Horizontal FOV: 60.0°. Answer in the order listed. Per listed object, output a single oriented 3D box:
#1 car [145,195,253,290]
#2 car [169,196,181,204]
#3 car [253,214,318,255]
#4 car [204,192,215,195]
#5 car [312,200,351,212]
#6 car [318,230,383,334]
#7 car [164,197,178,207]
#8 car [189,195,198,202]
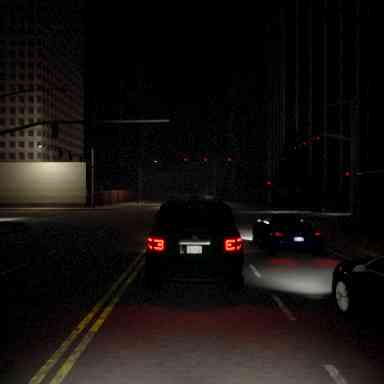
[{"bbox_3d":[0.090,1.221,9.206,2.150,2.045,5.566,0,0,1],"label":"car"},{"bbox_3d":[-3.219,1.477,63.179,1.882,1.535,5.008,0,0,1],"label":"car"},{"bbox_3d":[3.639,1.564,13.248,1.994,1.385,4.181,0,0,1],"label":"car"},{"bbox_3d":[3.893,1.082,73.870,2.150,2.045,5.566,0,0,0],"label":"car"},{"bbox_3d":[15.822,1.545,36.608,4.718,1.301,1.895,0,0,0],"label":"car"},{"bbox_3d":[3.620,1.505,4.572,1.837,1.490,4.892,0,0,0],"label":"car"},{"bbox_3d":[-3.313,1.504,52.691,1.837,1.490,4.892,0,0,0],"label":"car"},{"bbox_3d":[0.393,1.357,73.859,1.837,1.490,4.892,0,0,0],"label":"car"}]
